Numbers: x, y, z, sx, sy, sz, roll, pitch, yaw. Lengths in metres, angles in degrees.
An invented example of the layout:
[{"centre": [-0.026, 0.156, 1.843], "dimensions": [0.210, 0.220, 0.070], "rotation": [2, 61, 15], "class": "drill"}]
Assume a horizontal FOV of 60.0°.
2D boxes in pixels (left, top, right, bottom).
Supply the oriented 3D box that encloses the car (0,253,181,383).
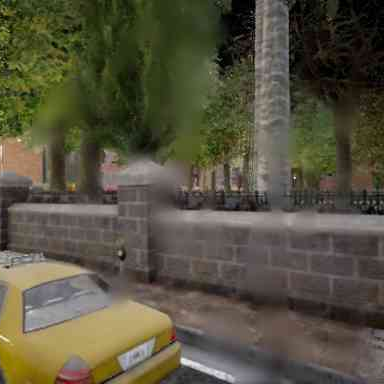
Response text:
[{"centre": [-2.407, 1.523, 4.539], "dimensions": [4.829, 1.417, 1.752], "rotation": [0, -1, 36], "class": "car"}]
